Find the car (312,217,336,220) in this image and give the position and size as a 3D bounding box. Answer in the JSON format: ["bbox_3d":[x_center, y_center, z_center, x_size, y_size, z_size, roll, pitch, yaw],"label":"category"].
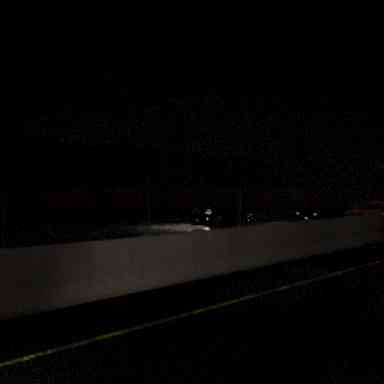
[{"bbox_3d":[9.885,1.404,24.305,5.357,1.411,2.033,0,0,-36],"label":"car"}]

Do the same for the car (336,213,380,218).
[{"bbox_3d":[11.663,1.337,21.269,5.008,1.535,1.882,0,0,-36],"label":"car"}]
